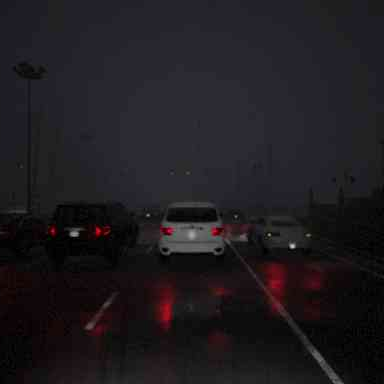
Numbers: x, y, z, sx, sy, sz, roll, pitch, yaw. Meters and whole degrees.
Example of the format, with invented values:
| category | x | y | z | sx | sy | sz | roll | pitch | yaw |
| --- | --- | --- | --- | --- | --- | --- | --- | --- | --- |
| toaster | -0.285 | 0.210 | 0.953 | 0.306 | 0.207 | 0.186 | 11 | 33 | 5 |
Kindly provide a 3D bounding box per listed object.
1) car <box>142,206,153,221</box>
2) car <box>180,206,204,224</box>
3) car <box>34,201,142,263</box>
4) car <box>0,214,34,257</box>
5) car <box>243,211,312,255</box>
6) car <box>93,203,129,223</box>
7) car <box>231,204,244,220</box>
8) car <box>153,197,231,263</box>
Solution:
| category | x | y | z | sx | sy | sz | roll | pitch | yaw |
| --- | --- | --- | --- | --- | --- | --- | --- | --- | --- |
| car | -3.478 | 1.840 | 28.451 | 1.994 | 1.385 | 4.181 | 0 | 0 | 0 |
| car | 0.018 | 1.875 | 28.253 | 1.895 | 1.301 | 4.718 | 0 | -1 | 0 |
| car | -3.491 | 1.348 | 12.581 | 2.150 | 2.045 | 5.566 | 0 | 0 | 0 |
| car | -6.982 | 1.625 | 13.510 | 2.128 | 1.511 | 4.902 | 0 | 0 | 0 |
| car | 3.521 | 1.661 | 13.904 | 1.812 | 1.442 | 4.674 | 0 | 0 | 0 |
| car | -6.972 | 1.761 | 29.260 | 1.882 | 1.535 | 5.008 | 0 | 0 | 0 |
| car | 3.569 | 1.805 | 28.903 | 1.812 | 1.442 | 4.674 | 0 | 0 | 1 |
| car | 0.009 | 1.347 | 12.576 | 2.150 | 2.045 | 5.566 | 0 | 0 | 0 |
